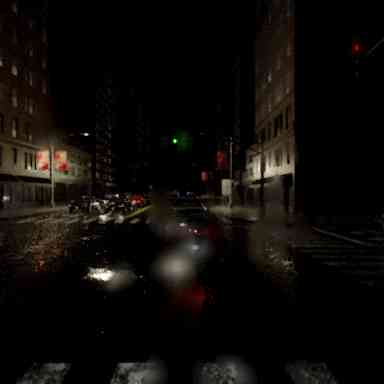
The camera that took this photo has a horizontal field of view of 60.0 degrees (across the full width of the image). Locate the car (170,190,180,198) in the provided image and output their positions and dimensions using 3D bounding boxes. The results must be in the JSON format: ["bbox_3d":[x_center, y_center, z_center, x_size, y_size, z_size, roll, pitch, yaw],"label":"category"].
[{"bbox_3d":[-3.565,0.417,71.051,1.882,1.535,5.008,0,1,0],"label":"car"}]

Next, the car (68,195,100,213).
[{"bbox_3d":[-9.977,1.111,31.190,1.837,1.490,4.892,0,1,0],"label":"car"}]

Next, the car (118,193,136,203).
[{"bbox_3d":[-9.981,0.878,51.532,1.812,1.442,4.674,0,1,0],"label":"car"}]

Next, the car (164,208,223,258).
[{"bbox_3d":[0.044,1.361,12.062,1.837,1.490,4.892,0,1,0],"label":"car"}]

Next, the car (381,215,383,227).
[{"bbox_3d":[13.011,1.390,18.084,5.008,1.535,1.882,0,0,1],"label":"car"}]

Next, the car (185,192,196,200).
[{"bbox_3d":[-0.274,0.731,61.441,2.128,1.511,4.902,0,1,0],"label":"car"}]

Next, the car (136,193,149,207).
[{"bbox_3d":[-6.741,1.029,39.774,1.812,1.442,4.674,0,1,0],"label":"car"}]

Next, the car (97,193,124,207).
[{"bbox_3d":[-9.984,0.971,41.318,2.128,1.511,4.902,0,1,0],"label":"car"}]

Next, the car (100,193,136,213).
[{"bbox_3d":[-6.730,1.121,30.750,1.837,1.490,4.892,0,1,0],"label":"car"}]

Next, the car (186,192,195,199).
[{"bbox_3d":[-0.318,0.700,71.514,1.895,1.301,4.718,0,1,0],"label":"car"}]

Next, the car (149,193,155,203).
[{"bbox_3d":[-6.725,0.921,50.238,2.033,1.411,5.357,0,1,0],"label":"car"}]

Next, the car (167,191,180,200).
[{"bbox_3d":[-3.520,0.737,60.636,2.128,1.511,4.902,0,1,0],"label":"car"}]

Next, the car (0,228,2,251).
[{"bbox_3d":[-8.097,1.342,11.468,4.674,1.442,1.812,0,-1,42],"label":"car"}]
